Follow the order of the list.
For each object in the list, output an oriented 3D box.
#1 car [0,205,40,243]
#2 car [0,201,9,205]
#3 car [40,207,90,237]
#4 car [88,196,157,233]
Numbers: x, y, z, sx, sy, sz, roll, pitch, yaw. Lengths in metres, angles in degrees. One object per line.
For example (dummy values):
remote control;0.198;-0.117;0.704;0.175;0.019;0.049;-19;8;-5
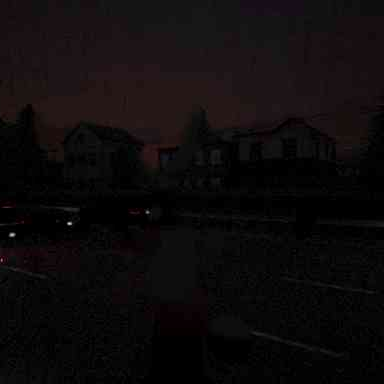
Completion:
car;-9.233;1.509;14.853;4.902;1.511;2.128;0;0;36
car;-17.812;1.525;29.568;4.902;1.511;2.128;0;0;36
car;-7.898;1.582;18.202;4.181;1.385;1.994;0;0;36
car;-4.660;1.237;20.191;5.566;2.045;2.150;0;0;36
